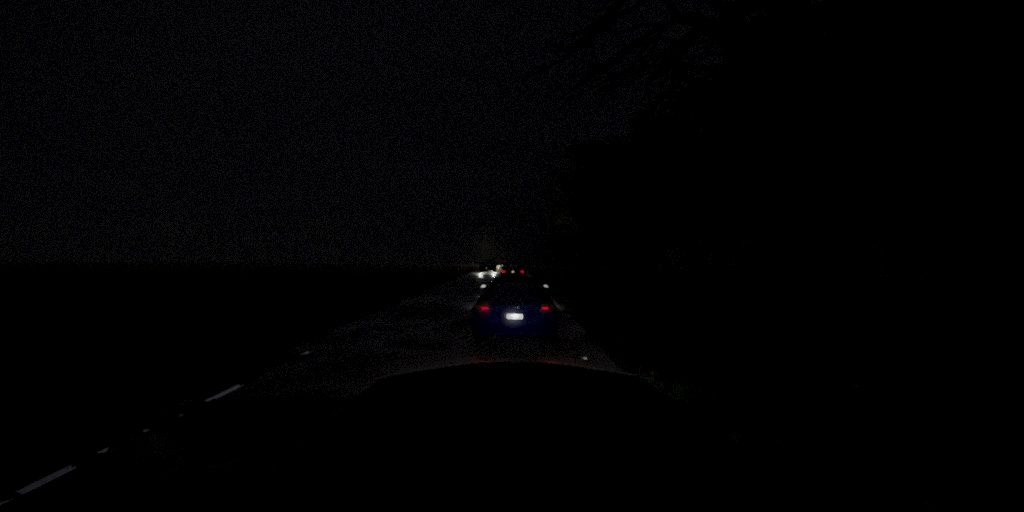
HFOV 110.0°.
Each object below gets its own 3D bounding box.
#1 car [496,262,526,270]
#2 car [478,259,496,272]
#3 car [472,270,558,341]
[{"bbox_3d":[0.085,1.123,26.993,2.033,1.411,5.357,0,0,0],"label":"car"},{"bbox_3d":[-2.797,1.093,41.684,1.837,1.490,4.892,0,0,0],"label":"car"},{"bbox_3d":[0.071,1.242,9.643,1.994,1.385,4.181,0,1,0],"label":"car"}]
